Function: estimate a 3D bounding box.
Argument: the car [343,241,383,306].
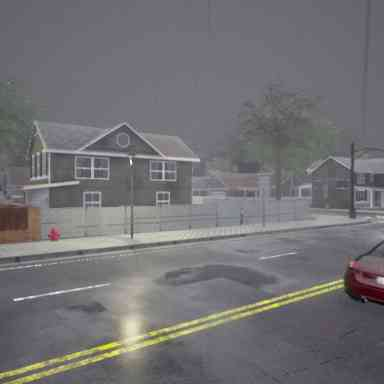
[{"bbox_3d":[5.092,1.564,7.072,4.181,1.385,1.994,0,0,-36],"label":"car"}]
